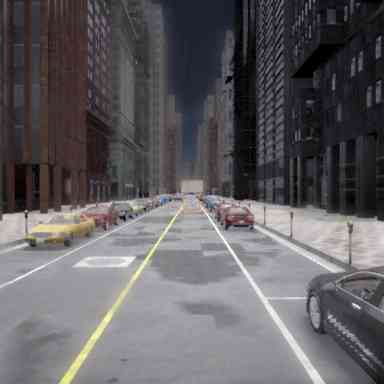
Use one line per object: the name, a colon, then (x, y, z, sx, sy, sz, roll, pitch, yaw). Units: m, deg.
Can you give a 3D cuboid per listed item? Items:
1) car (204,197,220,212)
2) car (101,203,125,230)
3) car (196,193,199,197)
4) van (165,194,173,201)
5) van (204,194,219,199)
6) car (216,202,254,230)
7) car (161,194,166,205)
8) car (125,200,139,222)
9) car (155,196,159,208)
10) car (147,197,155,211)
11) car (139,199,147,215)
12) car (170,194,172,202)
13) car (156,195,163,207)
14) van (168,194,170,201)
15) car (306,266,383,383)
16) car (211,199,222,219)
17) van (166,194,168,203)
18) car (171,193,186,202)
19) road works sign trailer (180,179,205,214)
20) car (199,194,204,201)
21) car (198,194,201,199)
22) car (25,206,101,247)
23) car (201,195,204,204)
car: (2.761, 1.555, 37.778, 2.008, 1.369, 4.403, 0, 0, 0)
car: (-5.764, 1.544, 20.852, 1.887, 1.381, 4.507, 0, 0, 0)
car: (2.760, 1.365, 82.868, 2.192, 1.841, 5.009, 0, 0, 0)
van: (-5.765, 1.391, 82.853, 1.690, 1.788, 3.998, 0, 0, 0)
van: (2.761, 1.348, 43.414, 1.690, 1.788, 3.998, 0, 0, 0)
car: (2.761, 1.544, 20.869, 1.887, 1.381, 4.507, 0, 0, 0)
car: (-5.765, 1.456, 54.671, 1.967, 1.590, 4.097, 0, 0, 0)
car: (-5.764, 1.566, 26.488, 1.947, 1.339, 4.313, 0, 0, 0)
car: (-5.764, 1.589, 43.398, 1.802, 1.307, 4.206, 0, 0, 0)
car: (-5.764, 1.570, 37.761, 1.947, 1.339, 4.313, 0, 0, 0)
car: (-5.764, 1.527, 31.954, 1.752, 1.417, 4.829, 0, 0, 0)
car: (-5.765, 1.357, 77.217, 2.192, 1.841, 5.009, 0, 0, 0)
car: (-5.764, 1.577, 49.034, 1.947, 1.339, 4.313, 0, 0, 0)
van: (-5.765, 1.370, 65.944, 1.690, 1.788, 3.998, 0, 0, 0)
car: (2.761, 1.550, 3.962, 2.008, 1.369, 4.403, 0, 0, 0)
car: (2.761, 1.545, 26.506, 1.887, 1.381, 4.507, 0, 0, 0)
van: (-5.765, 1.363, 60.308, 1.690, 1.788, 3.998, 0, 0, 0)
car: (-3.000, 1.540, 75.955, 2.033, 1.411, 5.357, 0, 0, 0)
road works sign trailer: (0.000, 0.467, 34.163, 2.380, 3.560, 2.880, 0, 0, 0)
car: (2.761, 1.573, 60.323, 2.008, 1.369, 4.403, 0, 0, 0)
car: (2.761, 1.580, 71.595, 1.887, 1.381, 4.507, 0, 0, 0)
car: (-5.764, 1.525, 15.045, 1.752, 1.417, 4.829, 0, 0, 0)
car: (2.761, 1.562, 49.051, 2.008, 1.369, 4.403, 0, 0, 0)
